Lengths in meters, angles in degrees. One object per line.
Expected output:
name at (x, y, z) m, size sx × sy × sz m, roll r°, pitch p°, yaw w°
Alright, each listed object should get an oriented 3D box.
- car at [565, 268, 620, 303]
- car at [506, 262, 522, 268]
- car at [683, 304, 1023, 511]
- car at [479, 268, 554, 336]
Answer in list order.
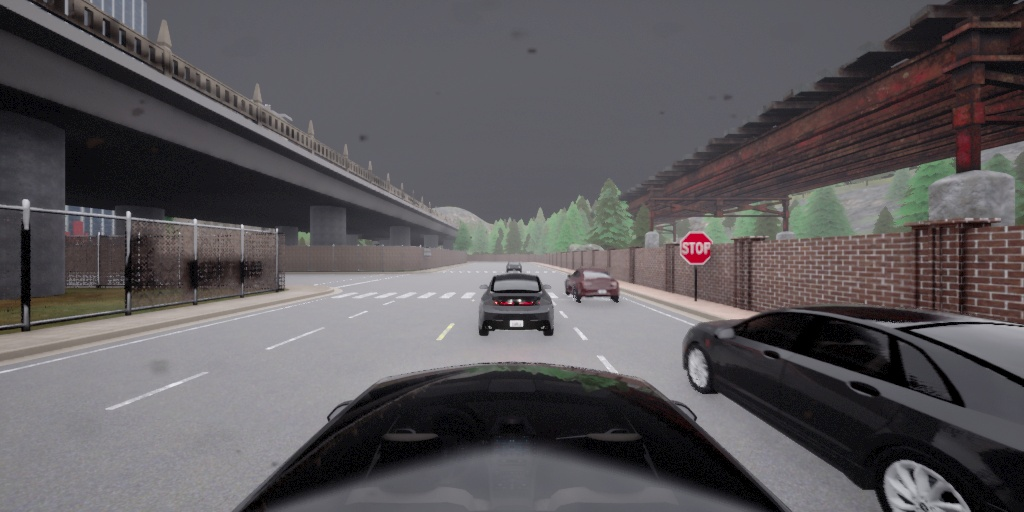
car at (3.637, 1.276, 16.702) m, size 1.812 × 1.442 × 4.674 m, roll 0°, pitch 0°, yaw 0°
car at (0.240, 1.351, 44.500) m, size 1.895 × 1.301 × 4.718 m, roll 0°, pitch 0°, yaw 0°
car at (3.600, 1.257, 3.722) m, size 1.837 × 1.490 × 4.892 m, roll 0°, pitch 1°, yaw 0°
car at (0.105, 1.255, 10.378) m, size 1.837 × 1.490 × 4.892 m, roll 0°, pitch 0°, yaw 0°
